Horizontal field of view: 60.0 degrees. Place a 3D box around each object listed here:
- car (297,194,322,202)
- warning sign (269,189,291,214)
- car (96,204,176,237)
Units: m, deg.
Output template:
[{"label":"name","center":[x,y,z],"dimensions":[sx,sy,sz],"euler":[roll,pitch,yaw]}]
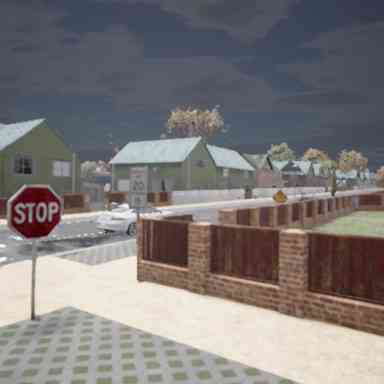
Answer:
[{"label":"car","center":[14.595,0.840,41.015],"dimensions":[1.895,1.301,4.718],"euler":[2,2,36]},{"label":"warning sign","center":[6.798,0.739,25.633],"dimensions":[1.300,1.860,1.060],"euler":[1,1,35]},{"label":"car","center":[-2.603,1.290,16.749],"dimensions":[1.812,1.442,4.674],"euler":[2,2,36]}]
